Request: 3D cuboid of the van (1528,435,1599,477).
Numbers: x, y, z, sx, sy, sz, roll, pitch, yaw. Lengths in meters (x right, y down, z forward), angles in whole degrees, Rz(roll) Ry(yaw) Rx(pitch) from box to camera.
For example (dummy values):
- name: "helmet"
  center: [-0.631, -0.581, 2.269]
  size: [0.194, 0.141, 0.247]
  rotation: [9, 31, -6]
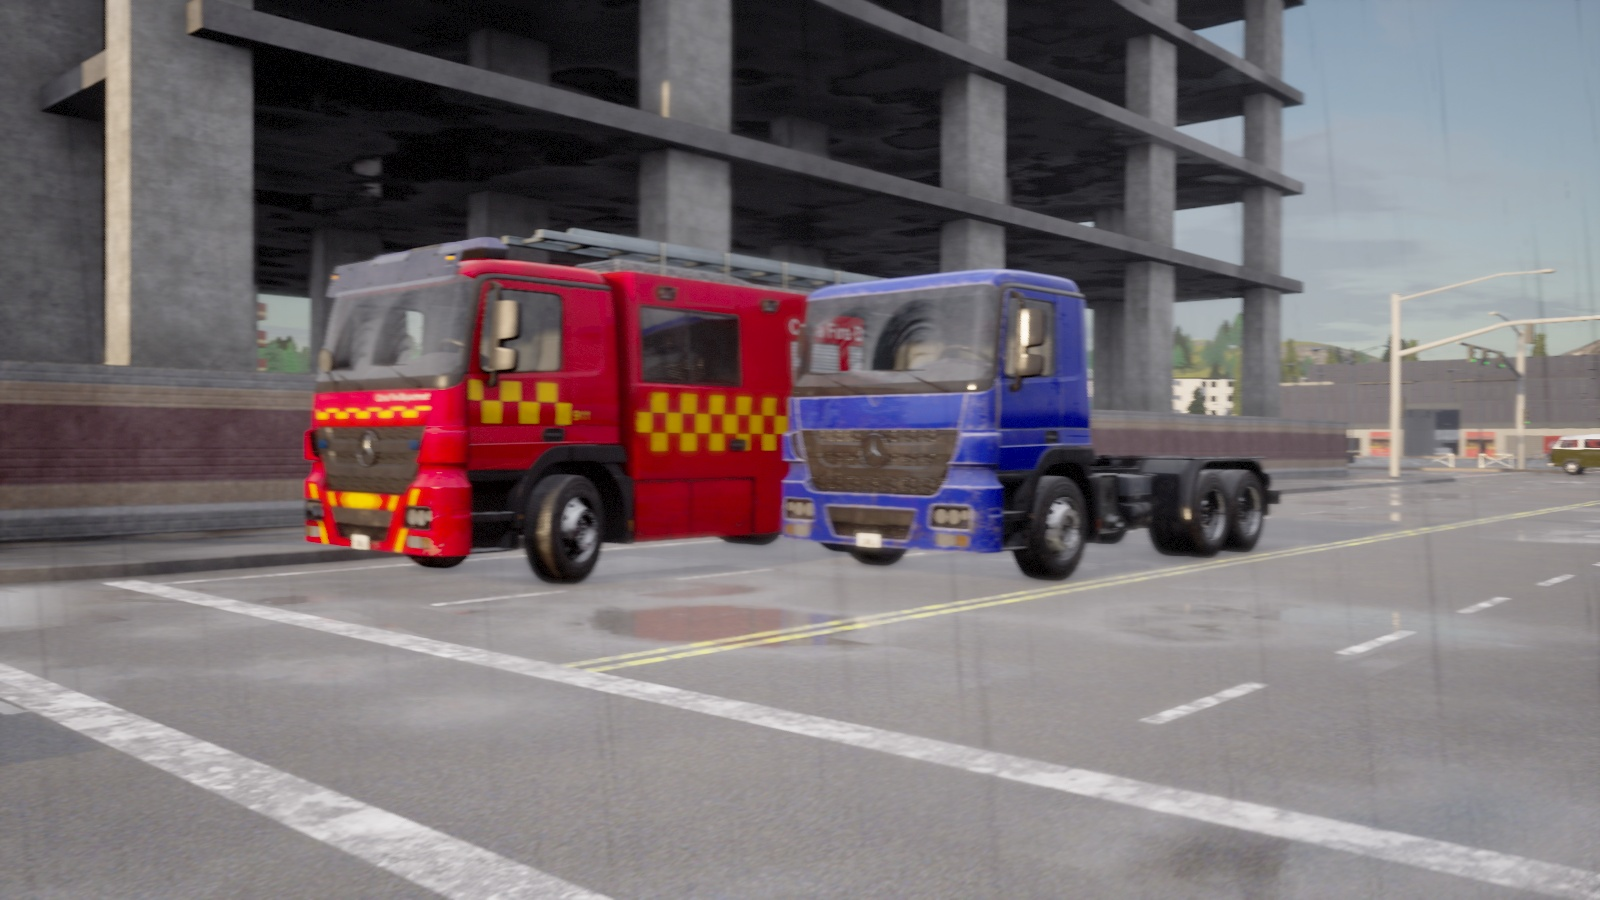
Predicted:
- name: "van"
  center: [39.327, 0.290, 63.063]
  size: [4.480, 2.038, 2.069]
  rotation: [1, 1, 41]

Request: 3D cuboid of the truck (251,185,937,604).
- name: "truck"
  center: [-1.962, -0.524, 15.602]
  size: [2.891, 3.827, 8.468]
  rotation: [1, 0, 42]

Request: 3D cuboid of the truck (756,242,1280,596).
- name: "truck"
  center: [3.228, -0.314, 16.186]
  size: [2.891, 3.462, 7.936]
  rotation: [1, 0, 42]
